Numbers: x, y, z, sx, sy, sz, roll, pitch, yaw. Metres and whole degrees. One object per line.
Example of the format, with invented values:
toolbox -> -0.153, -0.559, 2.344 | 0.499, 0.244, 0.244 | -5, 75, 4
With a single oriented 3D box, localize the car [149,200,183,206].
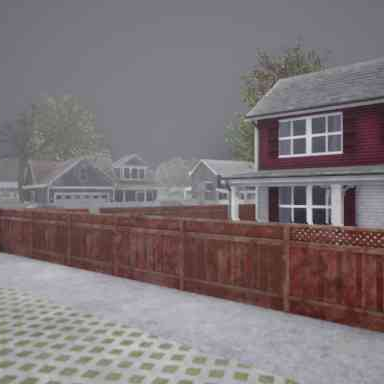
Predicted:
car -> -2.694, 1.519, 28.522 | 4.553, 1.767, 2.097 | 0, -1, -35

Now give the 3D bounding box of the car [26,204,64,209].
car -> -10.571, 1.628, 22.740 | 4.892, 1.490, 1.837 | 0, -1, -37
